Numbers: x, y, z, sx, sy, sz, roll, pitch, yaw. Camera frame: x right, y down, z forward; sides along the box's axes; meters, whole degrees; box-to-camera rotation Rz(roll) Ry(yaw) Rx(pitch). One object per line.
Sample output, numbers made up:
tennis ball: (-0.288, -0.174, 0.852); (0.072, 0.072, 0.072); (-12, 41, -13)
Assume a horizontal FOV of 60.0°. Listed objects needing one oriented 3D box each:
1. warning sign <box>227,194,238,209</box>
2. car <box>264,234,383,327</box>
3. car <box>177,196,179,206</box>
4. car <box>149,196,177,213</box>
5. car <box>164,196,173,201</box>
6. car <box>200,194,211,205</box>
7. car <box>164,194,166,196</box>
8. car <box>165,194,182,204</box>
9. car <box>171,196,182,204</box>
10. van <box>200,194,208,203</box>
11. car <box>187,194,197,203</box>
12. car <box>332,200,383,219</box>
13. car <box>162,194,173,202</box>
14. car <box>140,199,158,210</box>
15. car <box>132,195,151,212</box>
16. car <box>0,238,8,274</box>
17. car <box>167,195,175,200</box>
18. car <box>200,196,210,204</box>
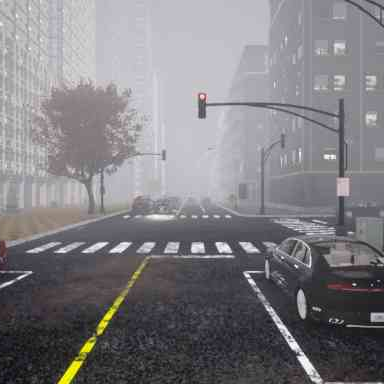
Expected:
warning sign: (5.016, 1.138, 41.440); (1.300, 1.860, 1.060); (0, 0, 0)
car: (2.680, 1.551, 6.923); (2.008, 1.369, 4.403); (0, 0, 0)
car: (-3.157, 1.629, 46.352); (1.895, 1.301, 4.718); (0, 0, 0)
car: (-3.146, 1.510, 37.116); (2.128, 1.511, 4.902); (0, 0, 0)
car: (-5.798, 1.631, 83.484); (2.008, 1.369, 4.403); (0, 0, 0)
car: (2.611, 1.610, 61.402); (1.947, 1.339, 4.313); (0, 0, 0)
car: (-5.784, 1.626, 72.439); (1.947, 1.339, 4.313); (0, 0, 0)
car: (-3.156, 1.516, 56.438); (1.882, 1.535, 5.008); (0, 0, 0)
car: (-3.111, 1.530, 66.925); (1.882, 1.535, 5.008); (0, 0, 0)
van: (2.596, 1.402, 72.449); (1.690, 1.788, 3.998); (0, 0, 0)
car: (-0.088, 1.602, 68.630); (2.033, 1.411, 5.357); (0, 0, 0)
car: (13.392, 1.350, 26.343); (4.403, 1.369, 2.008); (-1, 1, -1)
car: (-5.792, 1.385, 77.961); (2.192, 1.841, 5.009); (0, 0, 0)
car: (-5.749, 1.592, 44.824); (1.947, 1.339, 4.313); (0, 0, 0)
car: (-5.742, 1.336, 39.301); (2.192, 1.841, 5.009); (0, 0, 0)
car: (-5.701, 1.545, 6.913); (1.887, 1.381, 4.507); (0, 0, 0)
car: (-5.812, 1.654, 94.529); (2.008, 1.369, 4.403); (0, 0, 0)
car: (2.604, 1.577, 67.095); (1.752, 1.417, 4.829); (0, 0, 0)
